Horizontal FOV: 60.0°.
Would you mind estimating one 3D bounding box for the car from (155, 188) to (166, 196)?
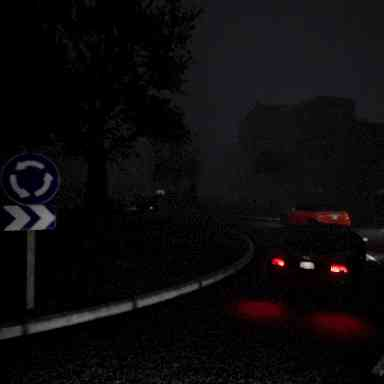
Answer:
[{"bbox_3d":[-7.720,-0.087,81.981,2.097,1.767,4.553,0,2,0],"label":"car"}]

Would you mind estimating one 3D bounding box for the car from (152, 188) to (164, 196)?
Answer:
[{"bbox_3d":[-7.368,0.501,71.664,2.128,1.511,4.902,0,2,-2],"label":"car"}]

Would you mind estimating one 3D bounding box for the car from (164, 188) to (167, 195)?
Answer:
[{"bbox_3d":[-2.471,0.292,70.388,5.566,2.045,2.435,0,2,-3],"label":"car"}]

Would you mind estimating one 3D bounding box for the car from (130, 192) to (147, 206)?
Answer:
[{"bbox_3d":[-7.725,1.138,46.814,1.994,1.385,4.181,0,1,-10],"label":"car"}]

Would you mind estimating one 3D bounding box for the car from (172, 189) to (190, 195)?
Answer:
[{"bbox_3d":[-2.908,0.012,89.354,4.792,1.488,2.163,0,2,1],"label":"car"}]

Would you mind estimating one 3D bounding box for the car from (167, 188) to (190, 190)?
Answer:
[{"bbox_3d":[-2.141,0.560,64.901,4.553,1.767,2.185,0,1,-3],"label":"car"}]

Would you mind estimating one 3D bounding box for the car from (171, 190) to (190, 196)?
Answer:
[{"bbox_3d":[-2.947,0.193,83.897,4.674,1.452,2.002,0,2,0],"label":"car"}]

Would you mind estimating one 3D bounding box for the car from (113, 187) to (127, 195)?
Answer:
[{"bbox_3d":[-19.552,-0.102,87.887,2.097,1.535,5.008,0,2,1],"label":"car"}]

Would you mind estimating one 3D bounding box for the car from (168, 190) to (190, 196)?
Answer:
[{"bbox_3d":[-3.100,0.230,81.166,5.366,1.575,1.946,0,2,-1],"label":"car"}]

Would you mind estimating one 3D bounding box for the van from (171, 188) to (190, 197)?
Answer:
[{"bbox_3d":[-2.733,0.091,78.435,4.442,1.987,1.878,0,2,-1],"label":"van"}]

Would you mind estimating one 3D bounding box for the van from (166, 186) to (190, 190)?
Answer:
[{"bbox_3d":[-2.449,0.387,67.641,4.442,1.987,1.878,0,1,-3],"label":"van"}]

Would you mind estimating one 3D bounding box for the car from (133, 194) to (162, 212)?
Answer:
[{"bbox_3d":[-4.904,1.312,36.464,1.837,1.490,4.892,0,1,-18],"label":"car"}]

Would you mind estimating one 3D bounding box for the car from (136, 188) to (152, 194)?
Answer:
[{"bbox_3d":[-10.332,0.455,70.853,1.882,1.535,5.008,0,2,-2],"label":"car"}]

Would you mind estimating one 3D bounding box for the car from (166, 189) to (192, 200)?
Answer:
[{"bbox_3d":[-2.019,0.756,62.152,4.892,1.521,2.231,0,1,-3],"label":"car"}]

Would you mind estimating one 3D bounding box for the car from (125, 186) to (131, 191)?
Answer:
[{"bbox_3d":[-19.441,-0.240,93.377,2.163,1.488,4.792,0,2,3],"label":"car"}]

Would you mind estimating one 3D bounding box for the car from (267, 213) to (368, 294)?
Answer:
[{"bbox_3d":[3.588,1.555,8.998,2.033,1.411,5.357,1,0,29],"label":"car"}]

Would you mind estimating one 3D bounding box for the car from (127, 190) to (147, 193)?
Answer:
[{"bbox_3d":[-9.443,0.862,57.524,2.033,1.411,5.357,0,1,-3],"label":"car"}]

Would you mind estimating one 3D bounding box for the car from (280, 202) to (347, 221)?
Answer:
[{"bbox_3d":[7.050,1.360,19.613,2.097,1.767,4.553,0,0,-13],"label":"car"}]
